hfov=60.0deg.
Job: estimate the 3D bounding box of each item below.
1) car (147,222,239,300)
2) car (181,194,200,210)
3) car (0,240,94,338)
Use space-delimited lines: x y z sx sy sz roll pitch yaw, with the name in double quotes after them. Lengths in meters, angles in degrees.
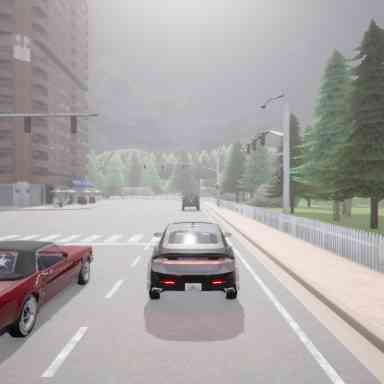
0.021 1.492 8.398 2.128 1.511 4.902 0 0 0 "car"
-0.177 1.222 42.412 2.150 2.045 5.566 0 0 -1 "car"
-3.452 1.601 6.548 1.895 1.301 4.718 0 0 0 "car"
